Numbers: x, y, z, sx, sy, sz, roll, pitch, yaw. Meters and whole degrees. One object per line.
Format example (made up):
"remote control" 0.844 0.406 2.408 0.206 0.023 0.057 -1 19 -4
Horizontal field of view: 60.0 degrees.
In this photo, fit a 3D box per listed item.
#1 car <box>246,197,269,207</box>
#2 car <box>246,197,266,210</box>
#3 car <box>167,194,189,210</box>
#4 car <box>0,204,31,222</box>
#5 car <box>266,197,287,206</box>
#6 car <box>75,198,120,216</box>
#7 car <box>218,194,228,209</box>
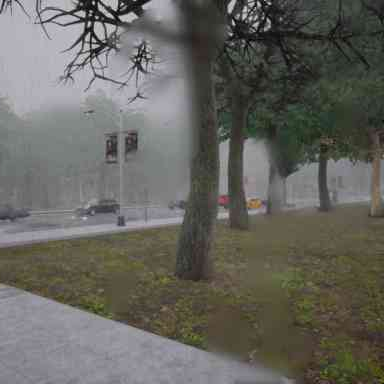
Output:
"car" 10.914 1.593 55.302 1.837 1.490 4.892 0 0 36
"car" 7.827 1.552 45.308 1.882 1.535 5.008 0 0 36
"car" -0.931 1.275 44.460 2.150 2.045 5.566 0 0 36
"car" -14.997 1.563 24.805 2.033 1.411 5.357 0 0 35
"car" 13.625 1.570 53.505 1.882 1.535 5.008 0 0 36
"car" -9.251 1.383 32.839 2.097 1.767 4.553 0 0 36
"car" 4.831 1.290 46.714 2.150 2.045 5.566 0 0 36
